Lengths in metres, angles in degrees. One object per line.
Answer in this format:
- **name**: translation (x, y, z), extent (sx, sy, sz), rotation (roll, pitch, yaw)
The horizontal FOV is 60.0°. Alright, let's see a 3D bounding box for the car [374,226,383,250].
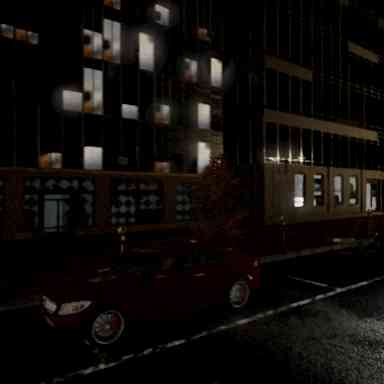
- **car**: translation (8.748, 1.482, 12.799), extent (4.507, 1.381, 1.887), rotation (0, 0, -36)

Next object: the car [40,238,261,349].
- **car**: translation (-0.520, 1.569, 6.187), extent (4.206, 1.307, 1.802), rotation (0, 0, -36)
